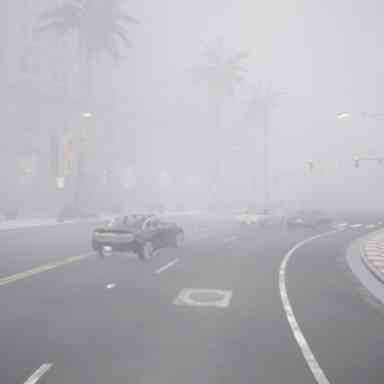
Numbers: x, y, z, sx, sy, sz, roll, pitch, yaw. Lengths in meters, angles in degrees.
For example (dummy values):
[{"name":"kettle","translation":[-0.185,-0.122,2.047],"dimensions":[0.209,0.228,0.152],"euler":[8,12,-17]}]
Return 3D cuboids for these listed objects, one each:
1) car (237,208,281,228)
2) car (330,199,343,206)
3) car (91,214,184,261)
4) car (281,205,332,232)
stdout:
[{"name":"car","translation":[5.295,1.853,24.763],"dimensions":[1.895,1.301,4.718],"euler":[0,-1,39]},{"name":"car","translation":[32.766,2.369,75.260],"dimensions":[2.161,1.482,4.786],"euler":[0,-1,38]},{"name":"car","translation":[-1.848,1.599,12.835],"dimensions":[2.128,1.511,4.902],"euler":[0,0,20]},{"name":"car","translation":[8.005,1.812,22.549],"dimensions":[1.994,1.385,4.181],"euler":[0,-1,39]}]
